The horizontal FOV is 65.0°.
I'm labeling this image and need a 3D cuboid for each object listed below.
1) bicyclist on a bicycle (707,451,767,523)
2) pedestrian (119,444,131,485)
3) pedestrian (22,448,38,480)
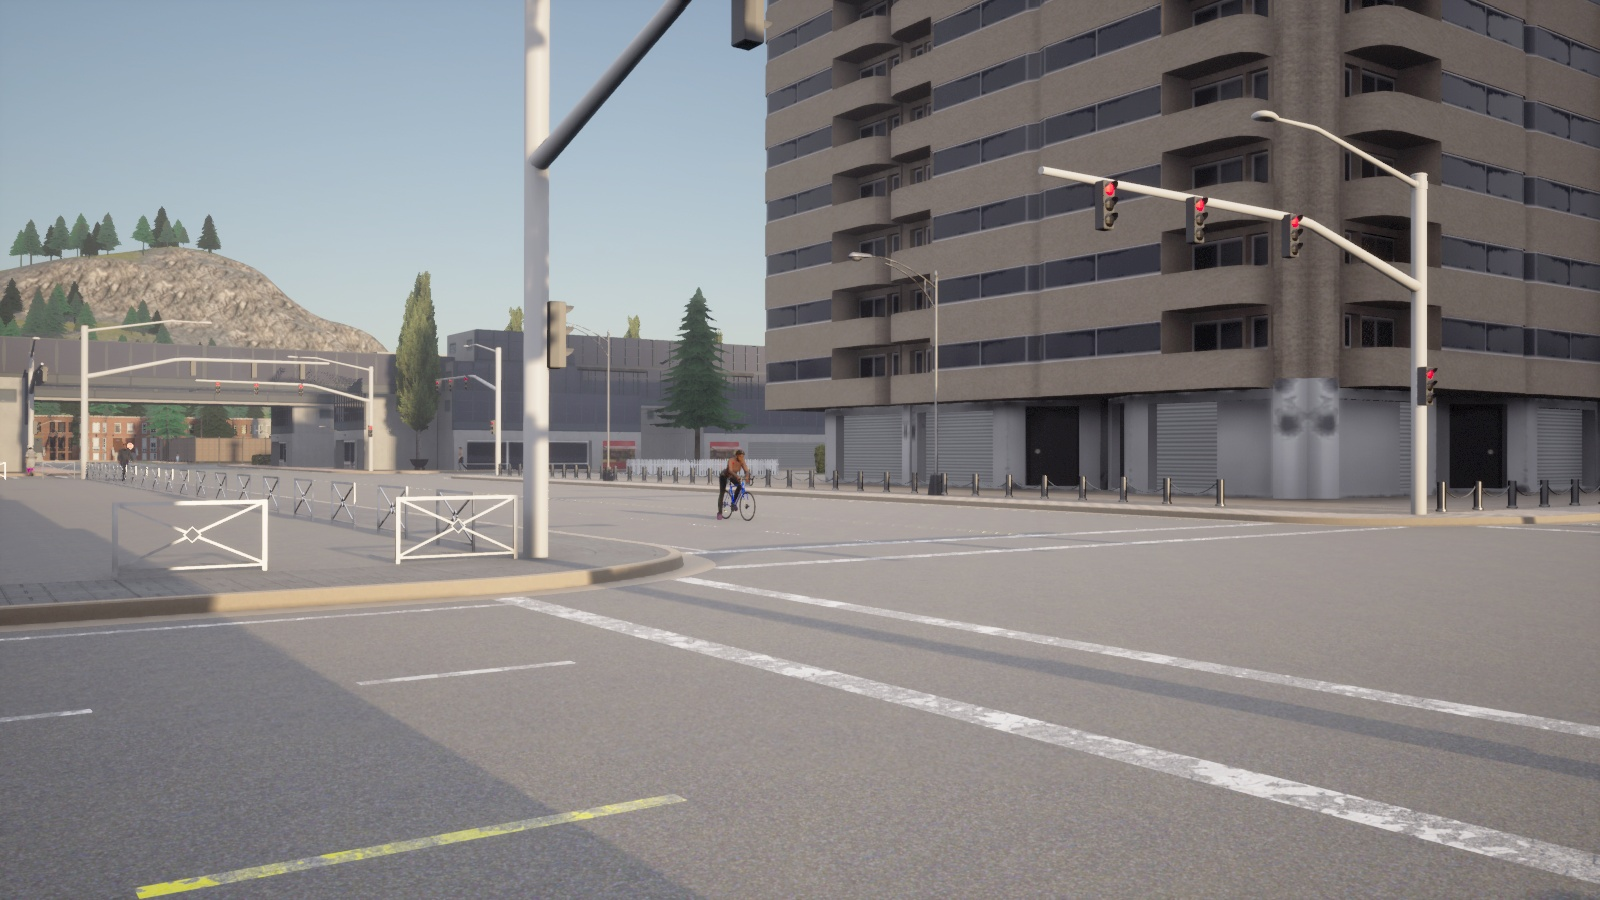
[{"bbox_3d":[-1.467,0.827,28.998,0.582,1.620,1.656,0,0,-35],"label":"bicyclist on a bicycle"},{"bbox_3d":[-32.040,0.673,59.589,0.423,1.949,0.788,0,0,-35],"label":"pedestrian"},{"bbox_3d":[-47.573,0.866,77.591,0.873,1.952,0.659,0,0,45],"label":"pedestrian"}]
